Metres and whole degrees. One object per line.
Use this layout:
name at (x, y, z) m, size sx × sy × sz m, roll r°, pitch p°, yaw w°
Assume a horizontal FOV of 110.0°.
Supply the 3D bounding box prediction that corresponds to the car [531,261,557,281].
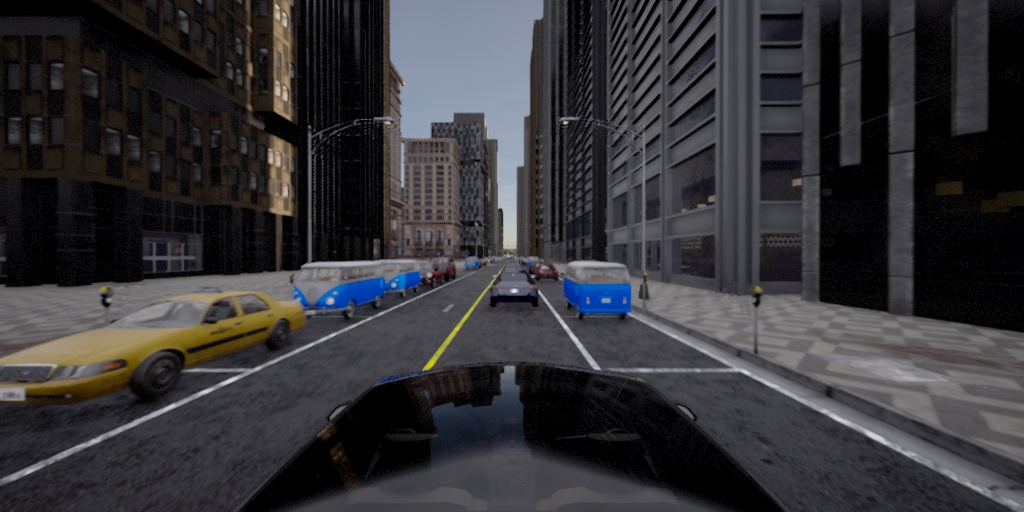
car at (2.762, 1.294, 29.280) m, size 1.802 × 1.307 × 4.207 m, roll 0°, pitch 0°, yaw 0°

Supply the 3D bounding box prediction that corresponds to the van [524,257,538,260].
van at (2.761, 1.030, 46.202) m, size 1.690 × 1.789 × 3.998 m, roll 0°, pitch 0°, yaw 0°

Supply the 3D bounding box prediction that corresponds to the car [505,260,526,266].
car at (0.095, 1.308, 33.947) m, size 1.895 × 1.301 × 4.718 m, roll 0°, pitch 0°, yaw 0°

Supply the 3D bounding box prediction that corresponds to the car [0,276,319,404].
car at (-5.762, 1.271, 6.542) m, size 1.751 × 1.417 × 4.829 m, roll 0°, pitch 0°, yaw 0°

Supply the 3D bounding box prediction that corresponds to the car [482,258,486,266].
car at (-5.764, 1.221, 57.480) m, size 1.888 × 1.381 × 4.507 m, roll 0°, pitch 0°, yaw 0°

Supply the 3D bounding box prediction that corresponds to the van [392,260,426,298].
van at (-5.763, 1.071, 17.994) m, size 1.690 × 1.789 × 3.998 m, roll 0°, pitch 0°, yaw 0°

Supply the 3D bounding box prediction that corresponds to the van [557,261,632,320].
van at (2.763, 1.076, 12.358) m, size 1.690 × 1.789 × 3.998 m, roll 0°, pitch 0°, yaw 0°

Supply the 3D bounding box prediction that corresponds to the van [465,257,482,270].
van at (-5.764, 1.024, 51.840) m, size 1.690 × 1.789 × 3.998 m, roll 0°, pitch 0°, yaw 0°

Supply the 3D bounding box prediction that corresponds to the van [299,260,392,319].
van at (-5.762, 1.079, 12.353) m, size 1.690 × 1.789 × 3.998 m, roll 0°, pitch 0°, yaw 0°

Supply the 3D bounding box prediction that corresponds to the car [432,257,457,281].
car at (-5.763, 1.030, 29.276) m, size 2.192 × 1.841 × 5.009 m, roll 0°, pitch 0°, yaw 0°

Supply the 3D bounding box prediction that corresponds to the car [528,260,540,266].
car at (2.762, 1.287, 34.921) m, size 1.802 × 1.307 × 4.207 m, roll 0°, pitch 0°, yaw 0°

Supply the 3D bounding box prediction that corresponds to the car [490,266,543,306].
car at (0.091, 1.296, 15.670) m, size 1.994 × 1.385 × 4.181 m, roll 0°, pitch 0°, yaw 0°

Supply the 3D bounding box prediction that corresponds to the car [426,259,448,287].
car at (-5.763, 1.163, 23.634) m, size 1.967 × 1.591 × 4.097 m, roll 0°, pitch 0°, yaw 0°

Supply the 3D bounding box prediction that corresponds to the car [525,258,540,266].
car at (2.762, 1.262, 40.562) m, size 1.948 × 1.339 × 4.313 m, roll 0°, pitch 0°, yaw 0°
